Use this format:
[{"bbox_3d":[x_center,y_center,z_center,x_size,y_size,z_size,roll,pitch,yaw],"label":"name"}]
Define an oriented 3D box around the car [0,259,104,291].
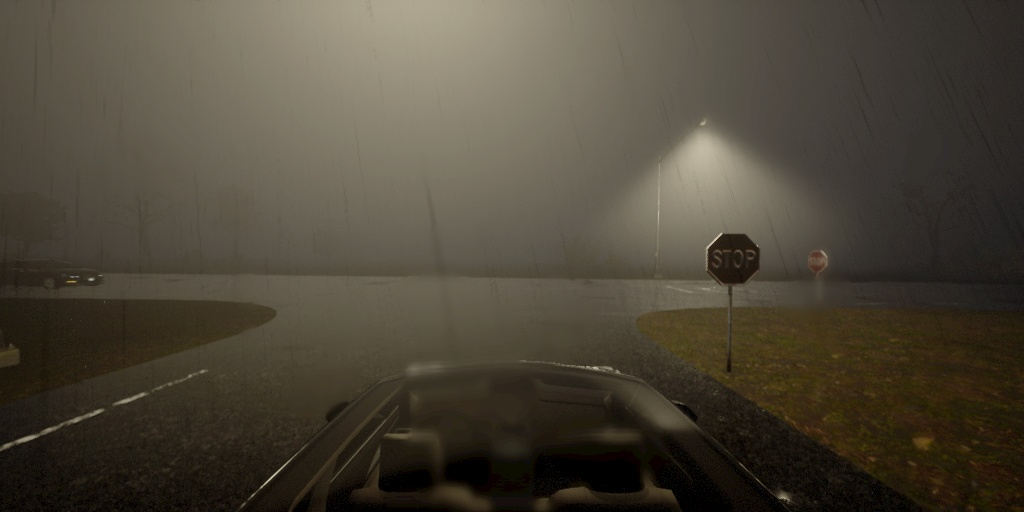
[{"bbox_3d":[-23.904,0.920,18.314,4.892,1.490,1.837,1,1,0],"label":"car"}]
